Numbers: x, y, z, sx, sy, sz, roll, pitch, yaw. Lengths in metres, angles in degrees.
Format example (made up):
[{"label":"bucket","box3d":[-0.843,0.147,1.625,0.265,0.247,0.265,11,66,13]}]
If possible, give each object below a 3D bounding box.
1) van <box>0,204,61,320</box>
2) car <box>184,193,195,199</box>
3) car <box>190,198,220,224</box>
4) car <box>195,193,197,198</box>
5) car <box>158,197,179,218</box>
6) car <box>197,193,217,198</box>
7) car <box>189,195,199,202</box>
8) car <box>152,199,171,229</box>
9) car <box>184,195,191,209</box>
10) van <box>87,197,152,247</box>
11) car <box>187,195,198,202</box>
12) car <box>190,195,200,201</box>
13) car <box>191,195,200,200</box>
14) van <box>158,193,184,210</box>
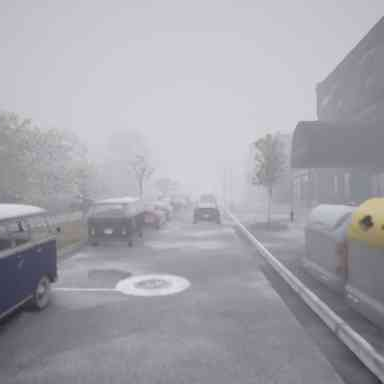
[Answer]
[{"label":"van","box3d":[-3.607,1.249,5.125,1.878,1.987,4.442,0,1,1]},{"label":"car","box3d":[-1.249,1.244,50.439,2.435,2.045,5.566,0,0,4]},{"label":"car","box3d":[1.109,1.466,24.972,1.882,1.535,5.008,0,0,3]},{"label":"car","box3d":[-0.700,1.467,60.308,2.097,1.535,5.008,0,0,5]},{"label":"car","box3d":[-2.545,1.469,27.074,2.231,1.521,4.892,0,1,2]},{"label":"car","box3d":[2.099,1.198,43.047,2.150,2.045,5.566,0,0,3]},{"label":"car","box3d":[0.527,1.512,82.456,2.097,1.535,5.008,0,0,5]},{"label":"car","box3d":[-2.851,1.501,21.572,2.163,1.488,4.792,0,1,2]},{"label":"car","box3d":[-1.622,1.524,43.705,2.002,1.452,4.674,0,0,3]},{"label":"van","box3d":[-3.209,1.248,15.069,1.878,1.987,4.442,0,1,1]},{"label":"car","box3d":[0.182,1.489,76.084,1.946,1.575,5.366,0,0,5]},{"label":"car","box3d":[0.835,1.518,88.004,2.231,1.521,4.892,0,-1,5]},{"label":"car","box3d":[1.142,1.502,93.537,2.097,1.535,5.008,0,0,5]},{"label":"van","box3d":[-2.224,1.263,32.750,1.878,1.987,4.442,0,0,5]}]
